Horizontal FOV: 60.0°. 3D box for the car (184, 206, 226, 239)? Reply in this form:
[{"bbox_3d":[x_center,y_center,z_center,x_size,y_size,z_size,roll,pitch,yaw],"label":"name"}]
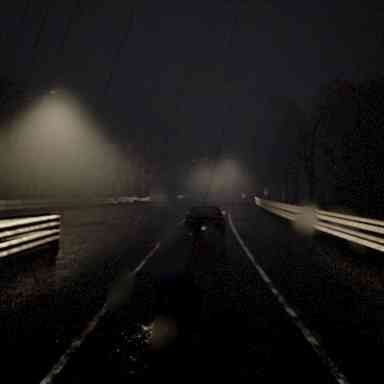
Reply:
[{"bbox_3d":[0.691,1.432,16.986,1.882,1.535,5.008,0,0,3],"label":"car"}]
